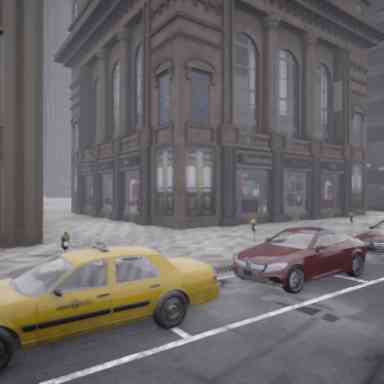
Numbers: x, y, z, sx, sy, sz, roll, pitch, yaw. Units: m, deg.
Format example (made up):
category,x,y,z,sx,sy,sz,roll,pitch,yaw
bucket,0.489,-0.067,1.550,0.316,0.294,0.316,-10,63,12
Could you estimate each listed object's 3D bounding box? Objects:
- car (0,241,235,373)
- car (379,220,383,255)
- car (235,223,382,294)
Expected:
category,x,y,z,sx,sy,sz,roll,pitch,yaw
car,-1.740,1.528,5.408,4.829,1.417,1.752,0,0,-36
car,7.544,1.606,12.035,4.206,1.307,1.802,0,0,-36
car,2.971,1.595,8.771,4.206,1.307,1.802,0,0,-36
